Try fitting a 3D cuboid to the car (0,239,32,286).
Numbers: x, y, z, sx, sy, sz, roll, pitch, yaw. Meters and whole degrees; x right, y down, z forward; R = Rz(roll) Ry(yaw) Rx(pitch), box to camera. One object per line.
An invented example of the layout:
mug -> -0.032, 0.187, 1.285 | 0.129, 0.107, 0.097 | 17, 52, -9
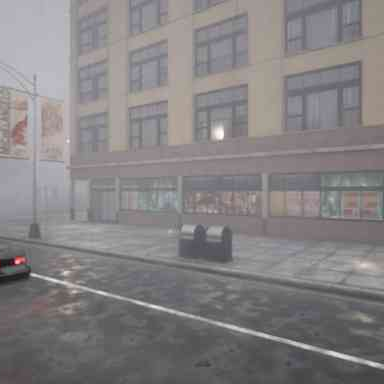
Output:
car -> -6.131, 1.543, 8.227 | 5.357, 1.411, 2.033 | 0, 0, 35
